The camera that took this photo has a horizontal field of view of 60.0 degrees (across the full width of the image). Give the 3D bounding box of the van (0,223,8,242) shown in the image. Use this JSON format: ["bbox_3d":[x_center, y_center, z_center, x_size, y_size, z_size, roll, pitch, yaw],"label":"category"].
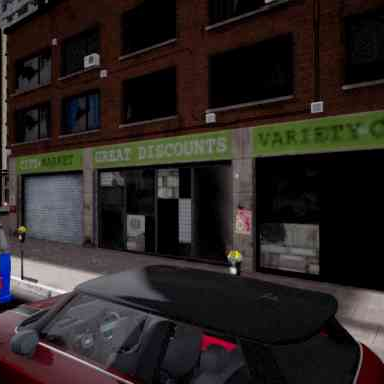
[{"bbox_3d":[-5.123,1.343,6.379,3.998,1.788,1.690,0,0,35],"label":"van"}]

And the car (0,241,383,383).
[{"bbox_3d":[-0.490,1.440,3.075,4.097,1.590,1.967,0,0,35],"label":"car"}]
